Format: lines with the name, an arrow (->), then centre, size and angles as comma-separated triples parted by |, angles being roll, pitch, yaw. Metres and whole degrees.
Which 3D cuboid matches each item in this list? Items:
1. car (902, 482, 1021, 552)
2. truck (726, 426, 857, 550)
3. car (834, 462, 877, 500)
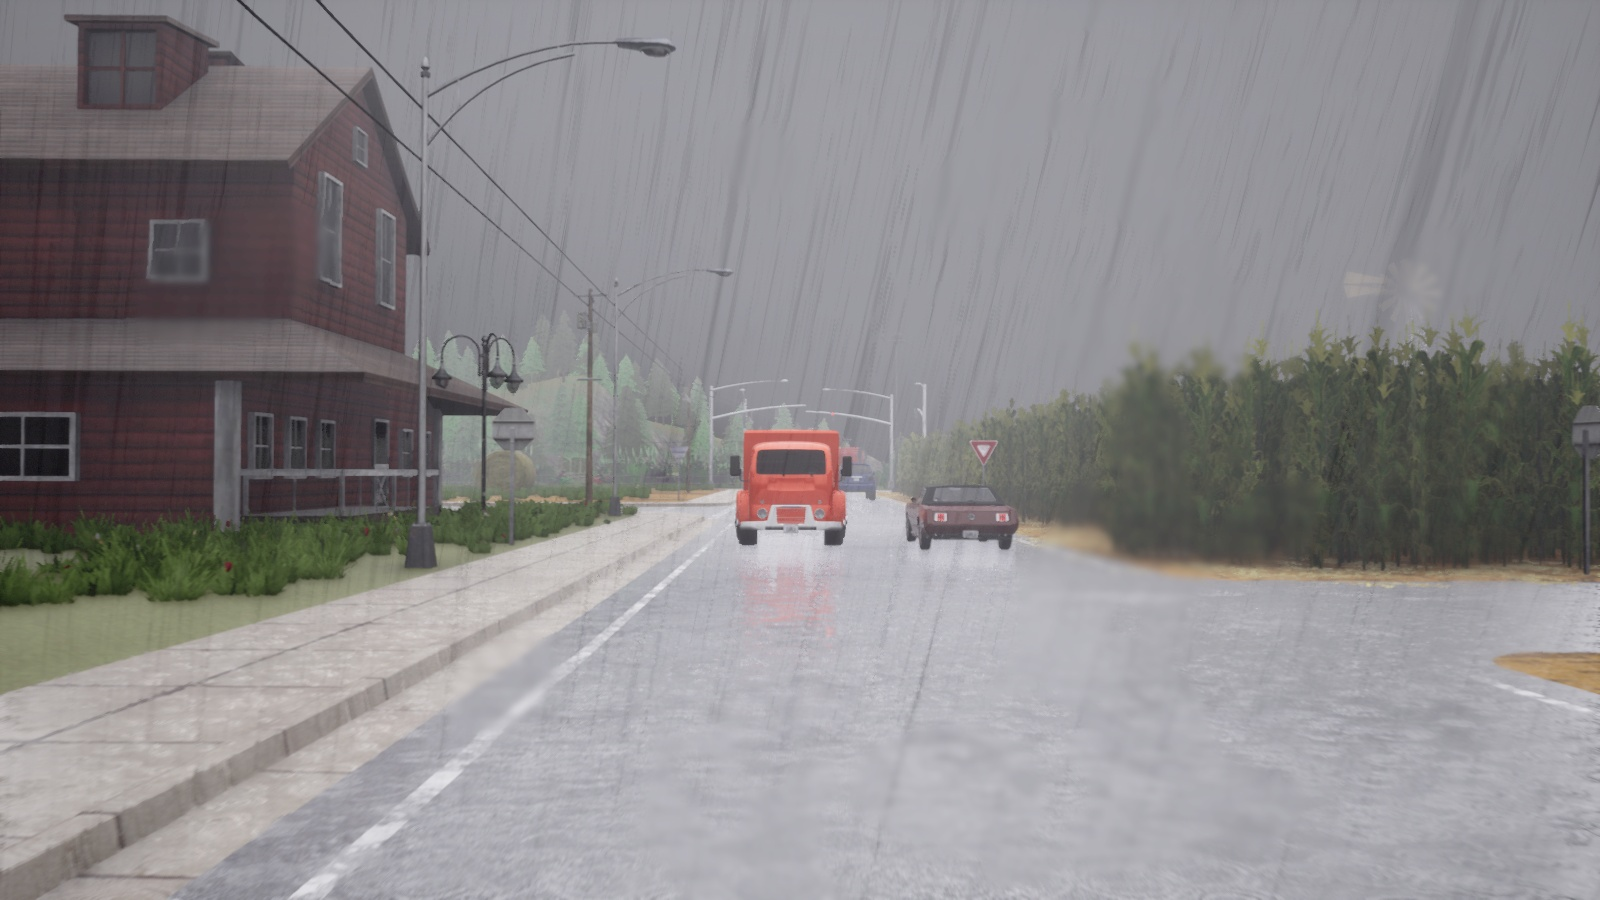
car -> 3.323, 1.356, 26.682 | 1.895, 1.301, 4.718 | 0, -1, 0
truck -> -0.186, 0.801, 27.866 | 2.627, 2.467, 5.204 | 0, -1, 0
car -> 3.048, 1.718, 70.341 | 2.150, 2.045, 5.566 | 0, -1, 0
